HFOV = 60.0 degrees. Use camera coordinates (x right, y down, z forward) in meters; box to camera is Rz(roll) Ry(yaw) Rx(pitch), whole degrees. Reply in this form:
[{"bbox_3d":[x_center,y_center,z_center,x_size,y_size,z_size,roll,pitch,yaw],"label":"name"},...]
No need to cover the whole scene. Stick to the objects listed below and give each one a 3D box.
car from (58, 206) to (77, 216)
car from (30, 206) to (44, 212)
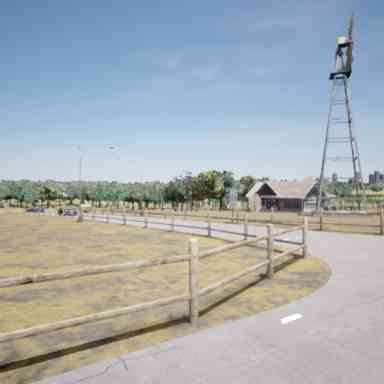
[{"bbox_3d":[-18.704,2.774,49.940,2.128,1.511,4.902,0,-2,-36],"label":"car"},{"bbox_3d":[-36.895,4.147,80.082,2.097,1.767,4.553,0,-3,-36],"label":"car"}]
